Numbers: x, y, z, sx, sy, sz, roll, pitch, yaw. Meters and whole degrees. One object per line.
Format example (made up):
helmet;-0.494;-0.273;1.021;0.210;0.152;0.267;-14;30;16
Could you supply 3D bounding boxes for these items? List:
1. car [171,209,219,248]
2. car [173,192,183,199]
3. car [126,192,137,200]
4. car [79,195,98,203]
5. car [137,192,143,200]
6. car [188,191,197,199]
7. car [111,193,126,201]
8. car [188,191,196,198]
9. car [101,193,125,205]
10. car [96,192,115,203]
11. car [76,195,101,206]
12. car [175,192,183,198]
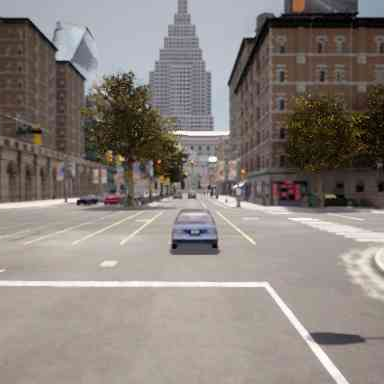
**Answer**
car;0.105;1.439;14.254;2.033;1.411;5.357;0;0;0
car;-3.468;0.946;79.025;2.033;1.411;5.357;0;0;0
car;-11.476;1.061;58.922;1.837;1.490;4.892;0;0;0
car;-18.226;1.151;59.017;1.895;1.301;4.718;0;0;0
car;-11.472;0.837;68.910;2.097;1.767;4.553;0;0;0
car;0.032;0.753;79.424;2.097;1.767;4.553;0;0;0
car;-14.973;0.966;68.108;1.882;1.535;5.008;0;0;0
car;0.035;0.525;88.176;2.097;1.767;4.553;0;0;0
car;-11.549;1.108;49.125;1.882;1.535;5.008;0;0;0
car;-14.977;0.915;58.007;2.097;1.767;4.553;0;0;0
car;-15.053;1.240;47.902;1.895;1.301;4.718;0;0;0
car;-3.465;0.835;88.510;1.837;1.490;4.892;0;0;0
